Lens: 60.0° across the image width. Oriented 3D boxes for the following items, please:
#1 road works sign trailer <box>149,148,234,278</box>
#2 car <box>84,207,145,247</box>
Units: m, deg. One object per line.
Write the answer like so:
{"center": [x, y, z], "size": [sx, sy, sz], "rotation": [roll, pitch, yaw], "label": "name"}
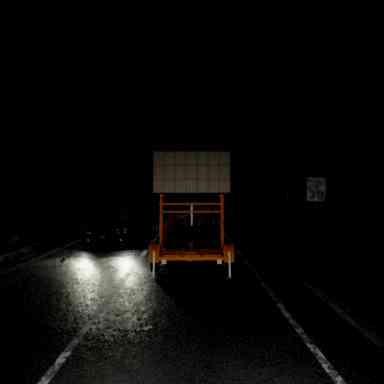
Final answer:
{"center": [-0.010, 0.467, 10.088], "size": [2.380, 3.560, 2.880], "rotation": [0, 0, 0], "label": "road works sign trailer"}
{"center": [-3.397, 1.482, 15.323], "size": [1.882, 1.535, 5.008], "rotation": [0, 0, 1], "label": "car"}
